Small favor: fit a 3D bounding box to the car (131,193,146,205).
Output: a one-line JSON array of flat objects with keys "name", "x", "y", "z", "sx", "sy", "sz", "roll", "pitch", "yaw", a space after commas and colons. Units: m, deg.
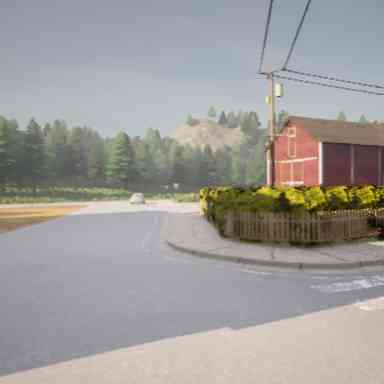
[{"name": "car", "x": -7.247, "y": 0.922, "z": 44.835, "sx": 1.812, "sy": 1.442, "sz": 4.674, "roll": -1, "pitch": 1, "yaw": -7}]
